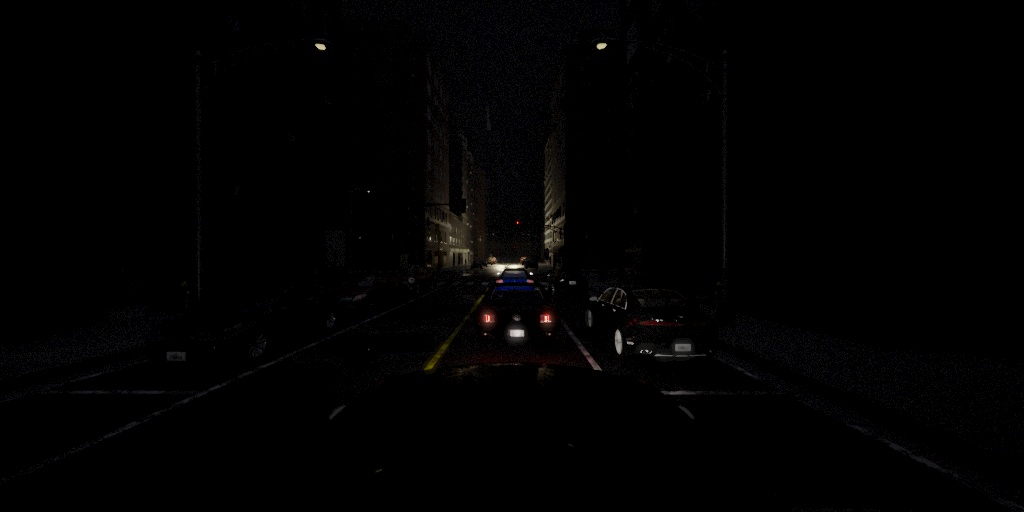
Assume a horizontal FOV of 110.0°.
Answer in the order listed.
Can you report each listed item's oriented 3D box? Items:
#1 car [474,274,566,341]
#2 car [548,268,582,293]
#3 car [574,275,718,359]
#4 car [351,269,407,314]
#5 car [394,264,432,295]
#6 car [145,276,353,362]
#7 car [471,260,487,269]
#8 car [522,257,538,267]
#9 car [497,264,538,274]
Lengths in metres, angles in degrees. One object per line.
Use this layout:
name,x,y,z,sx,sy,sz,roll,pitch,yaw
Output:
car,0.120,1.351,9.816,1.895,1.301,4.718,0,0,0
car,2.909,1.316,19.194,1.948,1.339,4.313,0,0,0
car,2.876,1.300,8.192,2.007,1.370,4.403,0,0,0
car,-5.633,1.332,13.719,1.802,1.307,4.207,0,0,0
car,-5.616,1.190,19.220,1.967,1.591,4.097,0,0,0
car,-5.649,1.316,8.218,1.948,1.339,4.313,0,0,0
car,-5.468,1.368,56.322,1.802,1.307,4.207,0,0,0
car,3.057,1.225,56.283,1.967,1.591,4.097,0,0,0
car,0.148,1.315,18.576,1.994,1.385,4.181,0,0,1
